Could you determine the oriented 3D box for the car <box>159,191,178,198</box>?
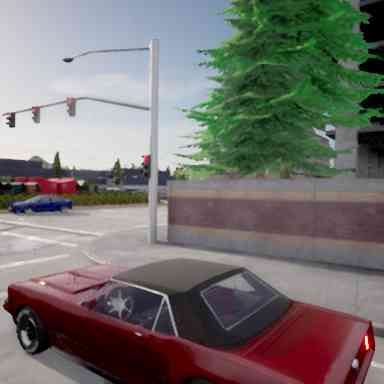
[{"bbox_3d":[-5.354,0.628,74.500,3.806,1.475,1.970,1,1,35],"label":"car"}]

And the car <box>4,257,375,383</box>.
[{"bbox_3d":[-0.425,1.557,4.279,4.718,1.301,1.895,1,1,36],"label":"car"}]

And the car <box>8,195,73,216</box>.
[{"bbox_3d":[-12.142,1.013,26.934,1.882,1.535,5.008,1,1,35],"label":"car"}]

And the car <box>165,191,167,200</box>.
[{"bbox_3d":[-7.029,0.597,72.139,3.905,1.438,1.784,1,1,35],"label":"car"}]

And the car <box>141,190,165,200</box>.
[{"bbox_3d":[-8.538,0.387,69.919,4.605,1.855,1.932,1,1,35],"label":"car"}]
